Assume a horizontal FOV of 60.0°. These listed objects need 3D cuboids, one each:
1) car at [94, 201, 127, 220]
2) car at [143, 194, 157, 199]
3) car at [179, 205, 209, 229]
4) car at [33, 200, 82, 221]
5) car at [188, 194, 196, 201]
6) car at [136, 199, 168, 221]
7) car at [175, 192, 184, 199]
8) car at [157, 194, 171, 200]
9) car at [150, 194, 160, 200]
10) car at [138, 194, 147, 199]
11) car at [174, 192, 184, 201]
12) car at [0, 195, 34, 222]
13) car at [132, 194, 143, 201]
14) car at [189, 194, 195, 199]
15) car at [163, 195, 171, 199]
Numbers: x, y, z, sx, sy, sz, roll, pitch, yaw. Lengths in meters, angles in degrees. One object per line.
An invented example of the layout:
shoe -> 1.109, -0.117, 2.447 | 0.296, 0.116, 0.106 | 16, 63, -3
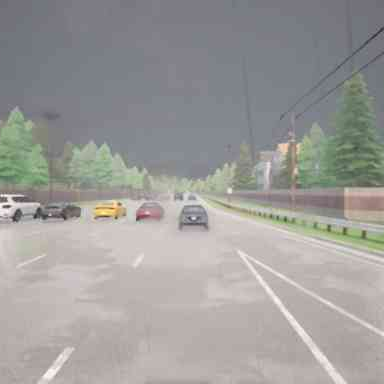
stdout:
car -> -6.892, 1.469, 28.436 | 1.882, 1.535, 5.008 | 0, 0, 0
car -> -10.479, 1.323, 84.406 | 2.097, 1.767, 4.553 | 0, 0, 0
car -> 0.106, 1.541, 21.424 | 2.033, 1.411, 5.357 | 0, 0, 0
car -> -10.393, 1.484, 26.813 | 2.128, 1.511, 4.902 | 0, 0, 0
car -> 0.021, 1.323, 84.404 | 2.097, 1.767, 4.553 | 0, 0, 0
car -> -3.393, 1.556, 27.514 | 1.994, 1.385, 4.181 | 0, 0, 0
car -> -3.477, 1.030, 94.468 | 2.150, 2.045, 5.566 | 0, 0, 0
car -> -6.979, 1.492, 84.019 | 2.128, 1.511, 4.902 | 0, 0, 0
car -> -10.477, 1.330, 94.440 | 2.128, 1.511, 4.902 | 0, 0, 0
car -> -13.977, 1.329, 94.441 | 1.812, 1.442, 4.674 | 0, 0, 0
car -> -3.479, 1.193, 84.048 | 2.150, 2.045, 5.566 | 0, 0, 0
car -> -13.894, 1.214, 26.086 | 2.150, 2.045, 5.566 | 0, 0, 0
car -> -13.979, 1.507, 84.020 | 2.033, 1.411, 5.357 | 0, 0, 0
car -> 0.023, 1.305, 94.437 | 1.837, 1.490, 4.892 | 0, 0, 0
car -> -6.977, 1.400, 94.469 | 1.895, 1.301, 4.718 | 0, 0, 0
